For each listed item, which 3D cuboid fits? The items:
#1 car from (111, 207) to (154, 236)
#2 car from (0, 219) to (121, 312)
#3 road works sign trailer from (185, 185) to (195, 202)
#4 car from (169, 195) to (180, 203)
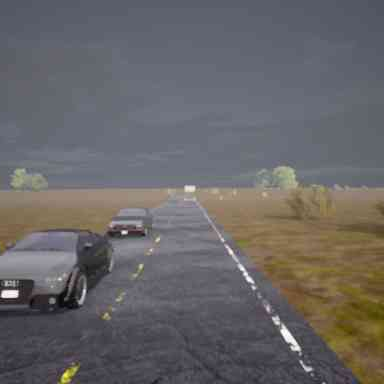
[{"bbox_3d":[-3.195,1.528,18.375,2.033,1.411,5.357,0,0,0],"label":"car"},{"bbox_3d":[-3.136,1.561,7.702,1.994,1.385,4.181,0,0,0],"label":"car"},{"bbox_3d":[-0.438,0.359,73.392,2.380,3.560,2.880,0,0,0],"label":"road works sign trailer"},{"bbox_3d":[-3.398,1.415,65.502,1.837,1.490,4.892,0,0,0],"label":"car"}]
